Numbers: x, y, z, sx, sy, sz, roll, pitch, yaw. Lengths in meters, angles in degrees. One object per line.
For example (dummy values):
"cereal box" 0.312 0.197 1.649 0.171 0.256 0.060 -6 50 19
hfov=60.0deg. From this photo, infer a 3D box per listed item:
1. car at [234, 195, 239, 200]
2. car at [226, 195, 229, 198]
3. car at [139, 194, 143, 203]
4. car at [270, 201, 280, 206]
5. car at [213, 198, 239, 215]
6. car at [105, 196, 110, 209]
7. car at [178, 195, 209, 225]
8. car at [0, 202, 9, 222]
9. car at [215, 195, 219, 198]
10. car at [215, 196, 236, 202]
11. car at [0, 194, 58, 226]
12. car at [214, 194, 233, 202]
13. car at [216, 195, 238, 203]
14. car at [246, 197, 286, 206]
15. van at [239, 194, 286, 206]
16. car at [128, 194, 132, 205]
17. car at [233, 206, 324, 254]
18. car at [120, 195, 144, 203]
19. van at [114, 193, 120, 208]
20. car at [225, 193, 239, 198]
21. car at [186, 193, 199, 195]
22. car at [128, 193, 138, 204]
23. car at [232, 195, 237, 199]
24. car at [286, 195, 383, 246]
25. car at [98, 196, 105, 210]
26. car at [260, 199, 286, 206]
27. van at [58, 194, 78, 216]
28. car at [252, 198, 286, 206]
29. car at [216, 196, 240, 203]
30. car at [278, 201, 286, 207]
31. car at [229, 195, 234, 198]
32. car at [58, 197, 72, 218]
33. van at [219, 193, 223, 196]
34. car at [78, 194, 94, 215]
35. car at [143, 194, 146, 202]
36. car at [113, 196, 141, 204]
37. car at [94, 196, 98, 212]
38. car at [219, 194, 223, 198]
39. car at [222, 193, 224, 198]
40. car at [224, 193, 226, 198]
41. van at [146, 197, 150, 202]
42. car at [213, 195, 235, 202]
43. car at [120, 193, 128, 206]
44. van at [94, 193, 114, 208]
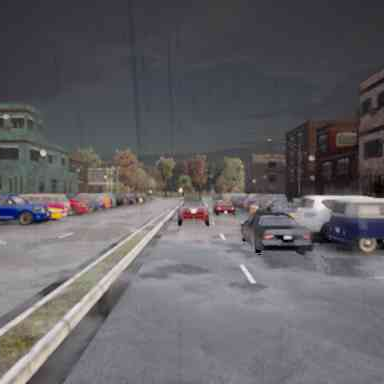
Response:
"car" 7.645 1.446 37.609 4.892 1.521 2.231 0 0 0
"car" 7.647 1.466 45.879 4.892 1.521 2.231 0 0 0
"car" -12.540 1.275 61.464 5.566 2.045 2.435 0 0 0
"car" 7.649 1.476 21.066 4.674 1.452 2.002 0 0 0
"car" 3.103 1.559 32.815 1.895 1.301 4.718 0 0 0
"car" -12.533 1.475 39.104 4.674 1.452 2.002 0 0 0
"car" 0.107 1.306 23.961 2.097 1.767 4.553 0 0 0
"car" -12.553 1.417 16.998 4.892 1.521 2.231 0 0 0
"car" 7.473 1.528 62.422 5.366 1.575 1.946 0 0 0
"car" 7.660 1.626 76.213 4.674 1.452 2.002 0 0 0
"car" -12.525 1.162 22.556 5.566 2.045 2.435 0 0 0
"car" 7.633 1.469 81.732 4.553 1.767 2.185 0 0 0
"car" 7.631 1.454 73.456 4.553 1.767 2.185 0 0 0
"car" 7.834 1.433 29.336 5.366 1.575 1.946 0 0 0
"van" 7.533 1.215 34.728 4.442 1.987 1.878 0 0 0
"car" -12.517 1.524 53.059 4.674 1.452 2.002 0 0 0
"car" 3.110 1.513 13.242 2.033 1.411 5.357 0 0 0
"car" -12.533 1.445 69.799 4.553 1.767 2.185 0 0 0
"van" -12.412 1.225 44.787 4.442 1.987 1.878 0 0 0
"car" 7.623 1.347 48.636 4.553 1.767 2.185 0 0 0
"car" 0.111 1.194 41.324 2.150 2.045 5.566 0 0 0
"car" -12.489 1.246 55.779 5.566 2.045 2.435 0 0 0
"car" 7.646 1.452 40.365 4.892 1.521 2.231 0 0 0
"car" 7.673 1.190 15.551 5.566 2.045 2.435 0 0 0
"car" -12.508 1.458 36.450 4.792 1.488 2.163 0 0 0
"car" 7.676 1.464 23.822 4.792 1.488 2.163 0 0 0
"van" -12.430 1.191 28.114 4.442 1.987 1.878 0 0 0
"car" 7.641 1.436 26.580 4.892 1.521 2.231 0 0 0
"car" 7.667 1.571 70.693 4.892 1.521 2.231 0 0 0
"car" 7.651 1.438 18.308 5.008 1.535 2.097 0 0 0
"car" 7.647 1.458 43.121 4.892 1.521 2.231 0 0 0
"car" -12.365 1.412 25.334 5.366 1.575 1.946 0 0 0
"van" 7.541 1.292 59.666 4.442 1.987 1.878 0 0 0
"car" -12.516 1.167 30.891 5.566 2.045 2.435 0 0 0
"car" -12.500 1.555 66.895 5.008 1.535 2.097 0 0 0
"car" -12.514 1.542 64.240 4.892 1.521 2.231 0 0 0
"car" -12.535 1.425 33.672 4.892 1.521 2.231 0 0 0
"car" 7.662 1.505 56.907 5.008 1.535 2.097 0 0 0
"car" 7.687 1.368 54.151 4.553 1.767 2.185 0 0 0
"car" 7.686 1.357 51.394 4.553 1.767 2.185 0 0 0
"van" -12.379 1.369 75.236 4.442 1.987 1.878 0 0 0
"car" 7.669 1.592 78.969 5.008 1.535 2.097 0 0 0
"car" -12.554 1.210 47.567 5.566 2.045 2.435 0 0 0
"van" -12.649 1.217 42.010 4.442 1.987 1.878 0 0 0
